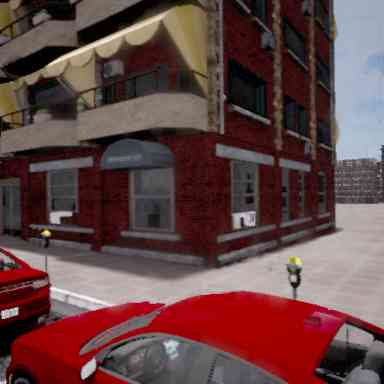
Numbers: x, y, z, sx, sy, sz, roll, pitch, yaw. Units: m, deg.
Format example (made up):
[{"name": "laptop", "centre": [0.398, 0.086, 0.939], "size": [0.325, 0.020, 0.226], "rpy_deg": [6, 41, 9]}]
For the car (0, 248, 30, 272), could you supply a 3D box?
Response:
[{"name": "car", "centre": [-4.387, 1.595, 6.012], "size": [4.507, 1.381, 1.887], "rpy_deg": [-1, -1, 36]}]

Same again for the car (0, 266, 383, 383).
[{"name": "car", "centre": [0.222, 1.554, 2.724], "size": [4.507, 1.381, 1.887], "rpy_deg": [-1, -1, 36]}]
